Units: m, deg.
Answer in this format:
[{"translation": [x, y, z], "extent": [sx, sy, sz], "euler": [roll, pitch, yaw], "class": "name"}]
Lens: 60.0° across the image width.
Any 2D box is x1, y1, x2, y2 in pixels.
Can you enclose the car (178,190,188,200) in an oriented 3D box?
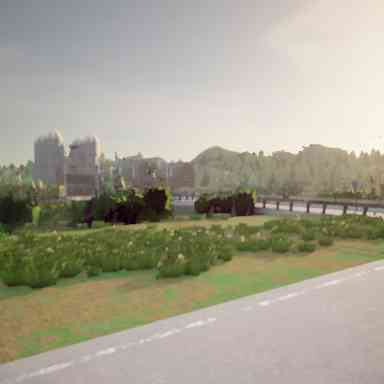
[{"translation": [-1.197, 0.486, 53.190], "extent": [2.128, 1.511, 4.902], "euler": [-1, -1, -35], "class": "car"}]
